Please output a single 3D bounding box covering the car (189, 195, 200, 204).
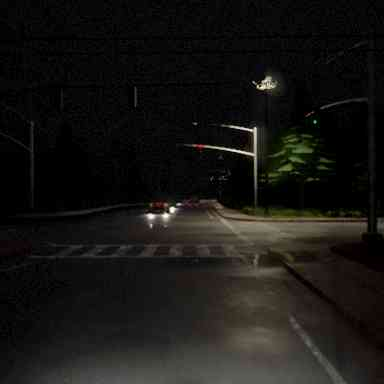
[{"bbox_3d":[0.380,1.616,65.422,1.812,1.442,4.674,0,0,2],"label":"car"}]

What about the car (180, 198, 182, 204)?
[{"bbox_3d":[-3.109,1.684,67.792,1.994,1.385,4.181,0,0,2],"label":"car"}]

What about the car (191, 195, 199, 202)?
[{"bbox_3d":[0.709,1.544,75.730,1.837,1.490,4.892,0,0,2],"label":"car"}]

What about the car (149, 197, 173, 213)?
[{"bbox_3d":[-3.576,1.425,37.300,2.097,1.767,4.553,0,0,0],"label":"car"}]

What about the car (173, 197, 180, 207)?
[{"bbox_3d":[-3.522,1.584,51.613,2.128,1.511,4.902,0,0,1],"label":"car"}]
